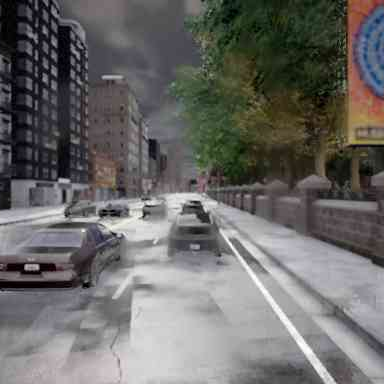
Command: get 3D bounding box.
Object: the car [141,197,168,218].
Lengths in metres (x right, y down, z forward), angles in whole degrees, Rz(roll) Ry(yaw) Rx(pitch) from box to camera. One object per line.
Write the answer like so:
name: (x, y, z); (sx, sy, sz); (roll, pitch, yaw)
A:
car: (-3.154, 1.437, 29.024); (2.128, 1.511, 4.902); (0, 0, 0)

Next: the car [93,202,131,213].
car: (-6.600, 1.547, 28.502); (1.895, 1.301, 4.718); (0, 0, 0)

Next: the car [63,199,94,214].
car: (-9.849, 1.449, 29.698); (1.837, 1.490, 4.892); (0, 0, 0)

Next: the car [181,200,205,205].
car: (0.096, 1.451, 29.060); (1.837, 1.490, 4.892); (0, 0, 0)

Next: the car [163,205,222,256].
car: (0.095, 1.481, 12.965); (1.837, 1.490, 4.892); (0, 0, 0)

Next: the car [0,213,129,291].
car: (-3.155, 1.530, 9.072); (2.033, 1.411, 5.357); (0, 0, 0)
